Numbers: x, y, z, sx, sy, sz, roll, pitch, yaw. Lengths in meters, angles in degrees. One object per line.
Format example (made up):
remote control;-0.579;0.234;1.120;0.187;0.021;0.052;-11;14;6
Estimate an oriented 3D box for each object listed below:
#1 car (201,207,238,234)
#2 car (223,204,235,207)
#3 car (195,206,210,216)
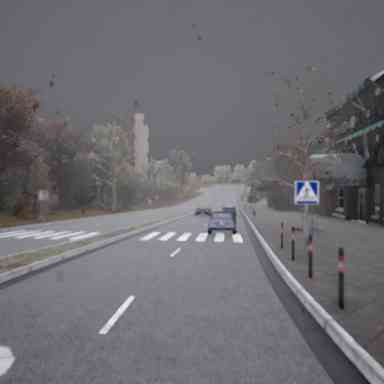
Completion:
car;2.060;1.975;22.332;2.033;1.411;5.357;0;-1;7
car;4.987;2.376;44.896;1.882;1.535;5.008;0;-1;8
car;1.639;2.459;44.349;1.895;1.301;4.718;0;-1;8
